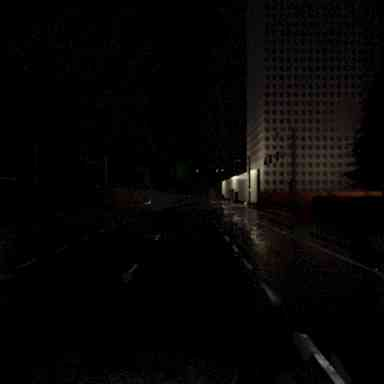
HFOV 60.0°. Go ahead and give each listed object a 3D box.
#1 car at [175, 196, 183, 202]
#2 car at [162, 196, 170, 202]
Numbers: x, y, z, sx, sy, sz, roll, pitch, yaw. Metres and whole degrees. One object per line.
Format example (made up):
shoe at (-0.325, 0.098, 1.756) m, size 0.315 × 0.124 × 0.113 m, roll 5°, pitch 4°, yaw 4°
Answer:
car at (-3.514, 1.786, 88.351) m, size 1.837 × 1.490 × 4.892 m, roll 0°, pitch 0°, yaw 0°
car at (-7.014, 1.811, 88.350) m, size 2.128 × 1.511 × 4.902 m, roll 0°, pitch 0°, yaw 0°
